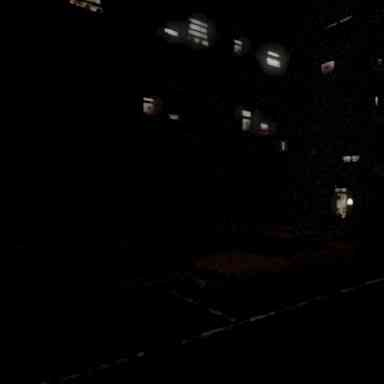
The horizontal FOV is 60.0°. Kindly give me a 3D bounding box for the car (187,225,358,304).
[{"bbox_3d":[2.145,1.529,8.107,4.829,1.417,1.752,0,-1,-36],"label":"car"}]
